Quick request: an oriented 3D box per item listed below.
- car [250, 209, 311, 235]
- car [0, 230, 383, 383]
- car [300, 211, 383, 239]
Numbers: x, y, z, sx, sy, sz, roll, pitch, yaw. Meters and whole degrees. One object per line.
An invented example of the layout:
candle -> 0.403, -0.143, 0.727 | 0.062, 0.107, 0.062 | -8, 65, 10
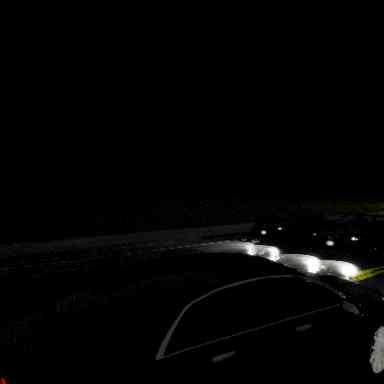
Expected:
car -> 4.594, 1.477, 14.949 | 4.181, 1.385, 1.994 | 0, 0, -35
car -> 0.504, 1.487, 3.801 | 4.892, 1.490, 1.837 | -1, 0, -35
car -> 6.150, 1.480, 12.066 | 4.181, 1.385, 1.994 | 0, 0, -36
